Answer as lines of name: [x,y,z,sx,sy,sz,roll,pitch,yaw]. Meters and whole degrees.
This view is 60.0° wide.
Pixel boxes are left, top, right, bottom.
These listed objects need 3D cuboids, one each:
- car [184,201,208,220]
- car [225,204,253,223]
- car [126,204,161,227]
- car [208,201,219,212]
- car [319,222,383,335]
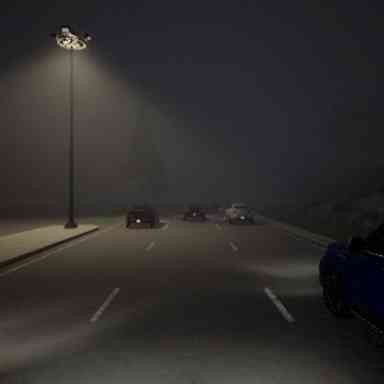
car: [0.292,1.643,29.193,1.812,1.442,4.674,0,0,2]
car: [3.660,1.631,26.224,1.812,1.442,4.674,0,0,1]
car: [-3.371,1.600,23.543,1.837,1.490,4.892,0,0,1]
car: [2.106,1.765,40.881,1.895,1.301,4.718,0,0,14]
car: [3.600,1.239,4.257,2.150,2.045,5.566,0,0,0]
